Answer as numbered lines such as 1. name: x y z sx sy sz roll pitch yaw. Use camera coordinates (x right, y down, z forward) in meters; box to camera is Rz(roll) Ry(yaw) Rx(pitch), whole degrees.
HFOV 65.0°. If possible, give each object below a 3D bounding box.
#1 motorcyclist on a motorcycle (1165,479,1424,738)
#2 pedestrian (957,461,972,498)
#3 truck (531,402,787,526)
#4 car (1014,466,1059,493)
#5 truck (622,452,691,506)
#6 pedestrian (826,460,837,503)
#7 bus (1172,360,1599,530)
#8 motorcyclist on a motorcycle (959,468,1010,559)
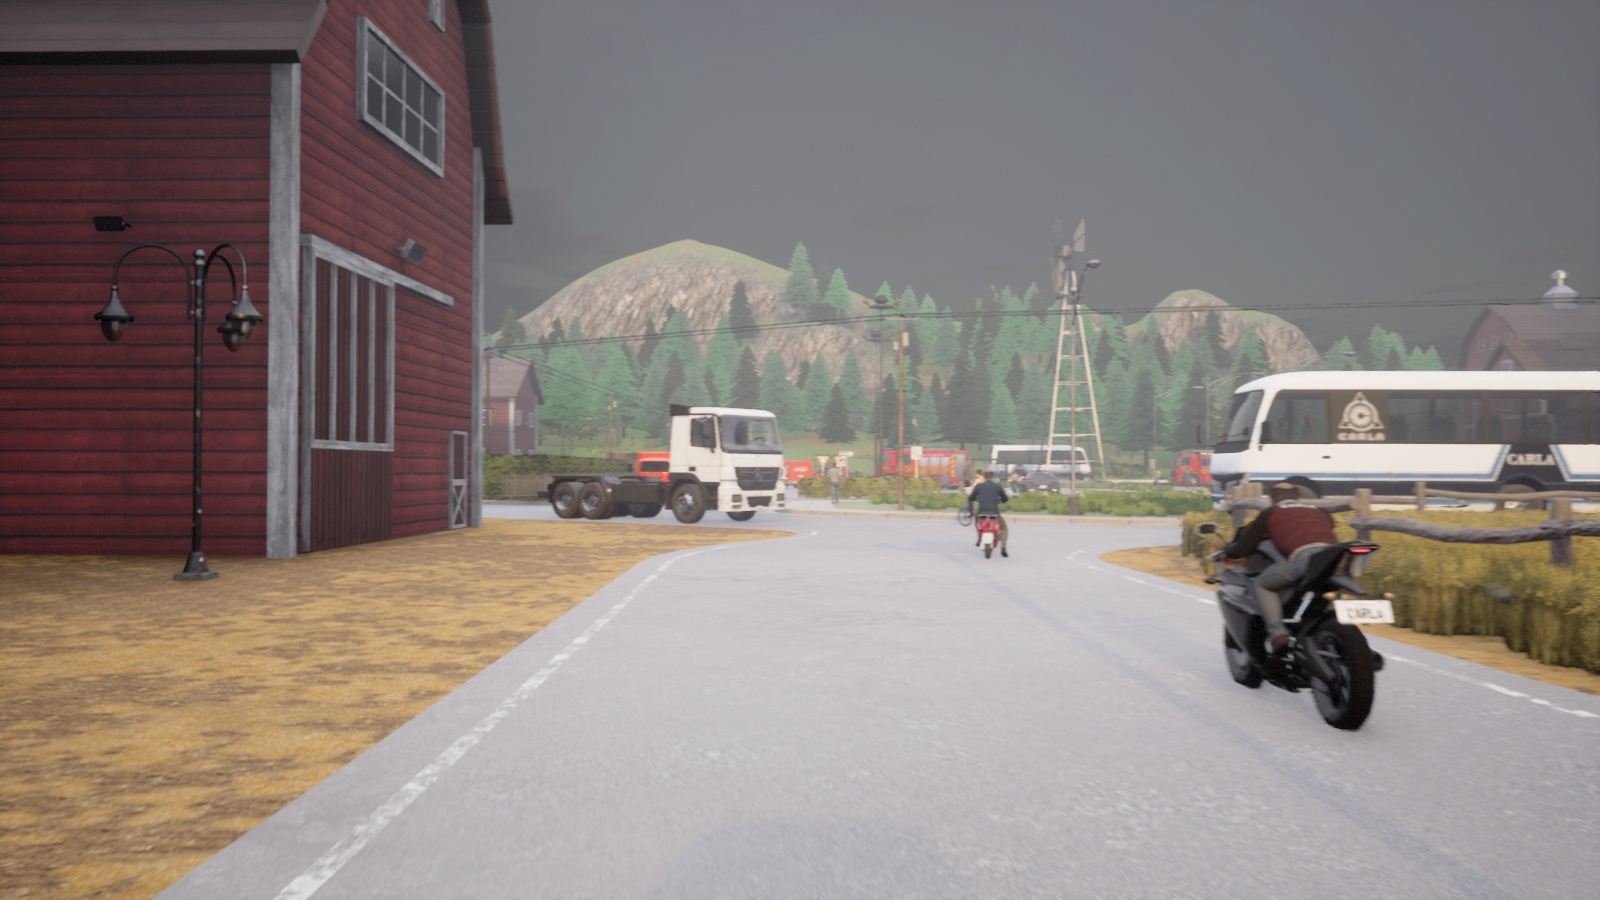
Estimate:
1. motorcyclist on a motorcycle: 3.285 0.974 8.636 0.866 1.530 2.191 0 -1 -1
2. pedestrian: 8.136 1.460 62.070 0.634 1.846 0.331 0 -1 -27
3. truck: -4.463 0.450 38.573 7.936 3.462 2.891 -1 -1 36
4. car: 14.538 1.802 77.470 2.152 1.651 5.027 0 -1 5
5. truck: -6.861 1.387 60.659 2.627 2.467 5.204 0 -1 2
6. pedestrian: 1.368 1.368 54.109 0.354 1.836 0.706 -1 -1 12
7. bus: 15.730 -0.092 33.773 10.273 4.253 3.944 0 -1 2
8. motorcyclist on a motorcycle: 3.398 1.133 23.025 0.866 1.590 1.817 -1 -1 10
